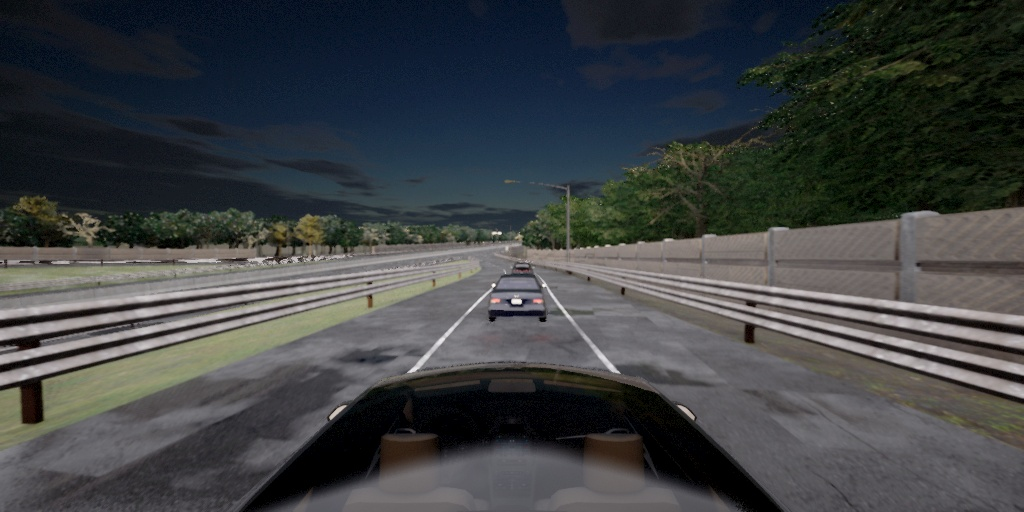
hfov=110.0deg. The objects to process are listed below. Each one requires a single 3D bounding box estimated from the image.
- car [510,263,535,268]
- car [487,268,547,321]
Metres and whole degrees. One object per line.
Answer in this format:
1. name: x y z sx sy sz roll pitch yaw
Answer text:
1. car: 0.882 1.331 31.245 1.837 1.490 4.892 0 0 2
2. car: 0.217 1.326 12.534 2.033 1.411 5.357 0 0 2
